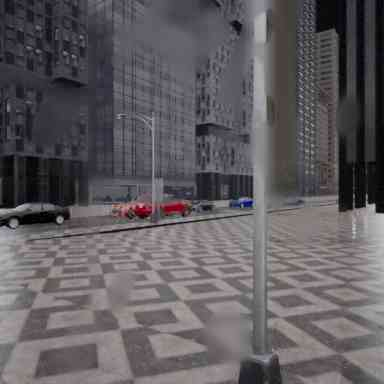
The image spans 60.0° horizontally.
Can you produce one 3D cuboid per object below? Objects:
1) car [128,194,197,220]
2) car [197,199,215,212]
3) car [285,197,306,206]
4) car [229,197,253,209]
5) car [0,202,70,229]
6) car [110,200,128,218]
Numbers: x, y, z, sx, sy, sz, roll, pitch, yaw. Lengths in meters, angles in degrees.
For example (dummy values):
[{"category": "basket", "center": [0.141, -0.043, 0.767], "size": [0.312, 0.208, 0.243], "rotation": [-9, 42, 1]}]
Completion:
[{"category": "car", "center": [-2.333, 1.190, 27.657], "size": [2.150, 2.045, 5.566], "rotation": [0, 0, 36]}, {"category": "car", "center": [0.870, 1.518, 37.446], "size": [1.994, 1.385, 4.181], "rotation": [0, 0, 36]}, {"category": "car", "center": [16.632, 1.472, 53.580], "size": [2.033, 1.411, 5.357], "rotation": [0, 0, 36]}, {"category": "car", "center": [6.888, 1.419, 45.596], "size": [1.882, 1.535, 5.008], "rotation": [0, 0, 38]}, {"category": "car", "center": [-10.520, 1.457, 21.882], "size": [1.882, 1.535, 5.008], "rotation": [0, 0, 36]}, {"category": "car", "center": [-5.030, 1.319, 29.385], "size": [2.097, 1.767, 4.553], "rotation": [0, 0, 36]}]
